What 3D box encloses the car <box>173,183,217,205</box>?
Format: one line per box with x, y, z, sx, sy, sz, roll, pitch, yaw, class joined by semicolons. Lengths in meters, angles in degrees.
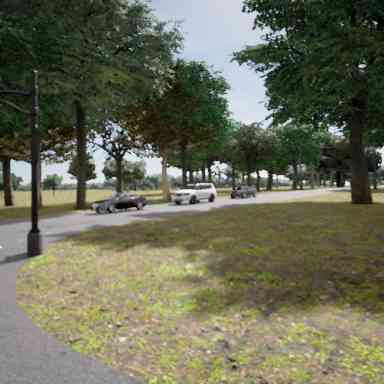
0.364;0.159;34.584;2.150;2.045;5.566;-1;2;38;car

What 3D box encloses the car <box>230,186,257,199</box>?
6.705;0.042;42.798;1.837;1.490;4.892;-1;2;38;car

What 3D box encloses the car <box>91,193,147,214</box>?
-5.752;0.826;26.632;2.128;1.511;4.902;-1;2;37;car
